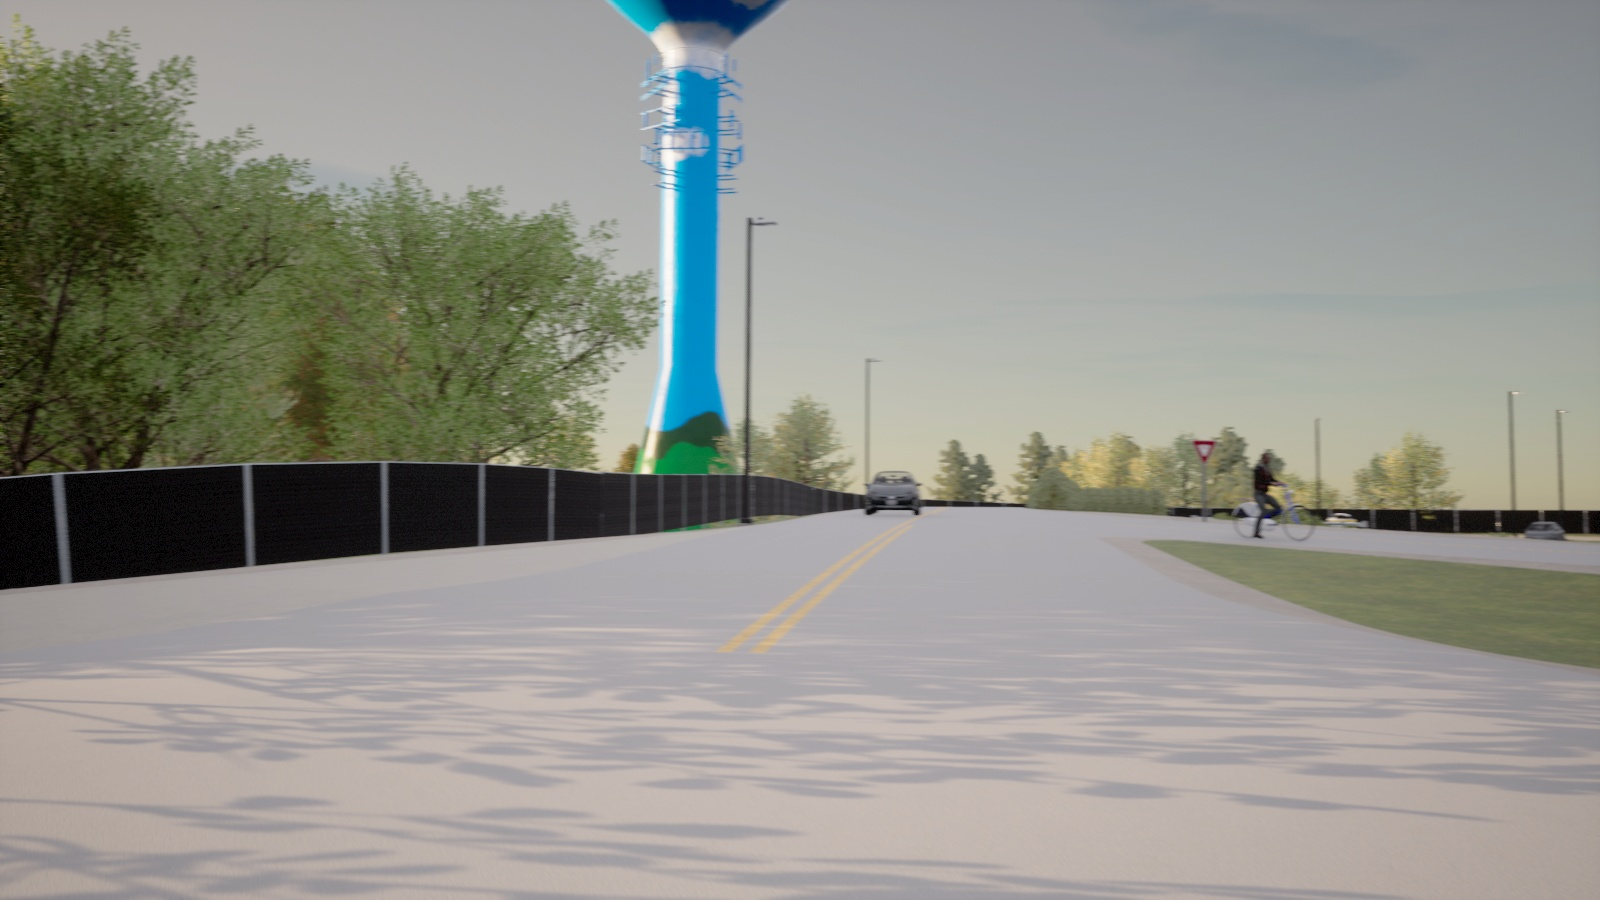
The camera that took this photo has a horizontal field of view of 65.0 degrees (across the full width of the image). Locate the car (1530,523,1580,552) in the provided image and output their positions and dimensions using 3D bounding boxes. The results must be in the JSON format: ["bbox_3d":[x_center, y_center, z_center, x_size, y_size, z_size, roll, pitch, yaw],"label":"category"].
[{"bbox_3d":[43.166,5.009,71.781,1.789,1.549,3.705,-4,-4,40],"label":"car"}]

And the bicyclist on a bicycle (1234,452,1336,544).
[{"bbox_3d":[9.613,0.944,24.964,0.659,1.776,1.843,2,-2,-34],"label":"bicyclist on a bicycle"}]

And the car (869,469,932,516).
[{"bbox_3d":[3.530,1.449,43.481,2.007,1.525,4.514,0,-1,7],"label":"car"}]
